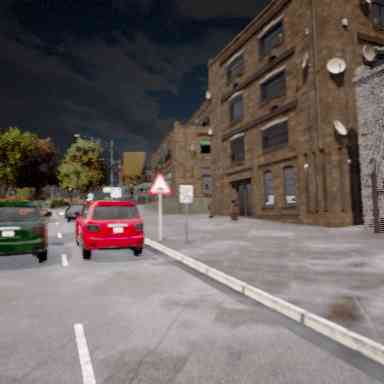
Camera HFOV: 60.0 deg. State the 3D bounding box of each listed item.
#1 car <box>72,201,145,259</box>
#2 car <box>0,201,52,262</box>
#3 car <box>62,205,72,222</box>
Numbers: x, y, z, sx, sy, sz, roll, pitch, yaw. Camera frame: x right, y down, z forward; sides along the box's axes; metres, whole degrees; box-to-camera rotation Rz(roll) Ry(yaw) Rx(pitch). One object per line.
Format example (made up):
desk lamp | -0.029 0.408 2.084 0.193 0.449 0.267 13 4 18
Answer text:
car | -3.510 1.366 13.641 2.150 2.045 5.566 1 0 -23
car | -6.507 1.339 12.386 2.150 2.045 5.566 1 0 -23
car | -9.749 1.725 28.458 1.994 1.385 4.181 1 0 -22
